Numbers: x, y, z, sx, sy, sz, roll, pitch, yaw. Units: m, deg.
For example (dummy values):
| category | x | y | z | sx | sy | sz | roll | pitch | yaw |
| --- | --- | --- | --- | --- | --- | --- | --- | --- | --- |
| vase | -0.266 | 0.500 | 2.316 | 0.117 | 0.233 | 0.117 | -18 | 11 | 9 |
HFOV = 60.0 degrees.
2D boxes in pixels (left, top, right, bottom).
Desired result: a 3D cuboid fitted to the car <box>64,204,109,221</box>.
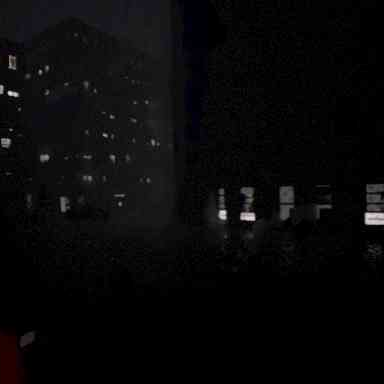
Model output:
| category | x | y | z | sx | sy | sz | roll | pitch | yaw |
| --- | --- | --- | --- | --- | --- | --- | --- | --- | --- |
| car | -10.008 | 1.966 | 32.356 | 1.967 | 1.590 | 4.097 | -2 | -2 | 35 |

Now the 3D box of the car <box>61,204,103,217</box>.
| category | x | y | z | sx | sy | sz | roll | pitch | yaw |
| --- | --- | --- | --- | --- | --- | --- | --- | --- | --- |
| car | -13.653 | 2.283 | 41.615 | 1.752 | 1.417 | 4.829 | -2 | -2 | 35 |

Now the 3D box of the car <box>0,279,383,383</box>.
| category | x | y | z | sx | sy | sz | roll | pitch | yaw |
| --- | --- | --- | --- | --- | --- | --- | --- | --- | --- |
| car | -0.456 | 1.562 | 3.212 | 4.507 | 1.381 | 1.887 | -1 | -1 | 36 |

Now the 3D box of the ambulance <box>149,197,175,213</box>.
| category | x | y | z | sx | sy | sz | roll | pitch | yaw |
| --- | --- | --- | --- | --- | --- | --- | --- | --- | --- |
| ambulance | -3.823 | 1.947 | 50.958 | 2.351 | 2.431 | 6.366 | -1 | -2 | 35 |
